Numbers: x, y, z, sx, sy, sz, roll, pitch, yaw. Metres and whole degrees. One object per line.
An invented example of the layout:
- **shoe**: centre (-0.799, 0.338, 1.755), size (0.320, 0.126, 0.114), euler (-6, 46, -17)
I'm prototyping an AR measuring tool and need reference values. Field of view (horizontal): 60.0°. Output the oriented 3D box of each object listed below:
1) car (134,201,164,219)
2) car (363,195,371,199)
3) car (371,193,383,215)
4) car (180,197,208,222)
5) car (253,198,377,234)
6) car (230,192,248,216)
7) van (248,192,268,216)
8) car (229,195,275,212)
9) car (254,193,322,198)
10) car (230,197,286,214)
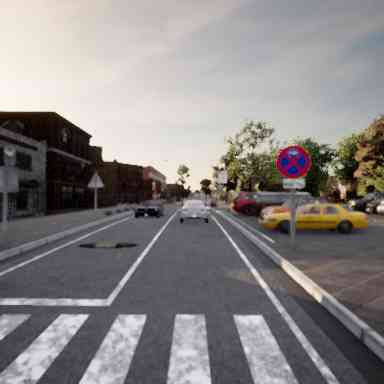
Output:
- **car**: centre (-3.297, 1.359, 26.200), size (1.895, 1.301, 4.718), euler (0, 0, 0)
- **car**: centre (18.548, 1.317, 30.457), size (4.892, 1.521, 2.231), euler (0, 0, 0)
- **car**: centre (18.549, 1.046, 27.666), size (5.566, 2.045, 2.435), euler (0, 0, 0)
- **car**: centre (0.149, 1.285, 23.272), size (1.812, 1.442, 4.674), euler (0, 0, 0)
- **car**: centre (6.162, 1.262, 17.097), size (5.366, 1.575, 1.946), euler (0, 0, 0)
- **car**: centre (6.325, 1.013, 29.244), size (5.566, 2.045, 2.435), euler (0, 0, 0)
- **van**: centre (6.442, 1.024, 23.052), size (4.442, 1.987, 1.878), euler (0, 0, 0)
- **car**: centre (6.278, 1.187, 35.196), size (4.553, 1.767, 2.185), euler (0, 0, 0)
- **car**: centre (6.368, 1.126, 20.015), size (4.553, 1.767, 2.185), euler (0, 0, 0)
- **car**: centre (6.276, 1.287, 32.160), size (5.008, 1.535, 2.097), euler (0, 0, 0)
